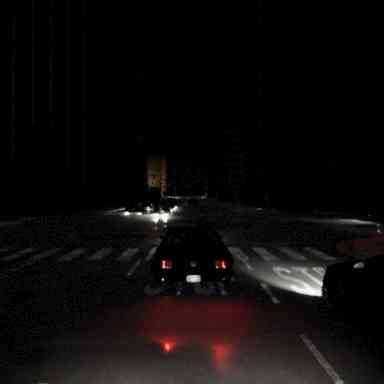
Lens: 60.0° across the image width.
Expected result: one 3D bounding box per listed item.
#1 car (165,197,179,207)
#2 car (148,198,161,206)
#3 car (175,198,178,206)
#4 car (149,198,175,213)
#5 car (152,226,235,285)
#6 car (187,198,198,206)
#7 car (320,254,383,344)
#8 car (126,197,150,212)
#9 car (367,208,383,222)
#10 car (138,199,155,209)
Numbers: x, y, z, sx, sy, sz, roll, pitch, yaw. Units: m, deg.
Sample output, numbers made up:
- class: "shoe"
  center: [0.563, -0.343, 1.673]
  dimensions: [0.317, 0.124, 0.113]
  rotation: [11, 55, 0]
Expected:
- class: "car"
  center: [-3.553, 1.760, 59.789]
  dimensions: [2.128, 1.511, 4.902]
  rotation: [0, 0, 0]
- class: "car"
  center: [-7.035, 1.881, 62.261]
  dimensions: [1.895, 1.301, 4.718]
  rotation: [0, 0, 1]
- class: "car"
  center: [-3.578, 1.786, 49.359]
  dimensions: [1.994, 1.385, 4.181]
  rotation: [0, 0, 0]
- class: "car"
  center: [-3.578, 1.674, 40.440]
  dimensions: [2.128, 1.511, 4.902]
  rotation: [0, 0, -1]
- class: "car"
  center: [-0.021, 1.645, 9.613]
  dimensions: [1.895, 1.301, 4.718]
  rotation: [0, 0, -1]
- class: "car"
  center: [0.108, 1.833, 63.470]
  dimensions: [2.033, 1.411, 5.357]
  rotation: [0, 0, 0]
- class: "car"
  center: [3.613, 1.587, 5.087]
  dimensions: [1.994, 1.385, 4.181]
  rotation: [0, 0, -1]
- class: "car"
  center: [-7.078, 1.543, 42.528]
  dimensions: [2.097, 1.767, 4.553]
  rotation: [0, 0, 0]
- class: "car"
  center: [16.258, 1.588, 26.136]
  dimensions: [4.674, 1.442, 1.812]
  rotation: [0, 0, -1]
- class: "car"
  center: [-7.079, 1.781, 52.000]
  dimensions: [2.033, 1.411, 5.357]
  rotation: [0, 0, 0]
